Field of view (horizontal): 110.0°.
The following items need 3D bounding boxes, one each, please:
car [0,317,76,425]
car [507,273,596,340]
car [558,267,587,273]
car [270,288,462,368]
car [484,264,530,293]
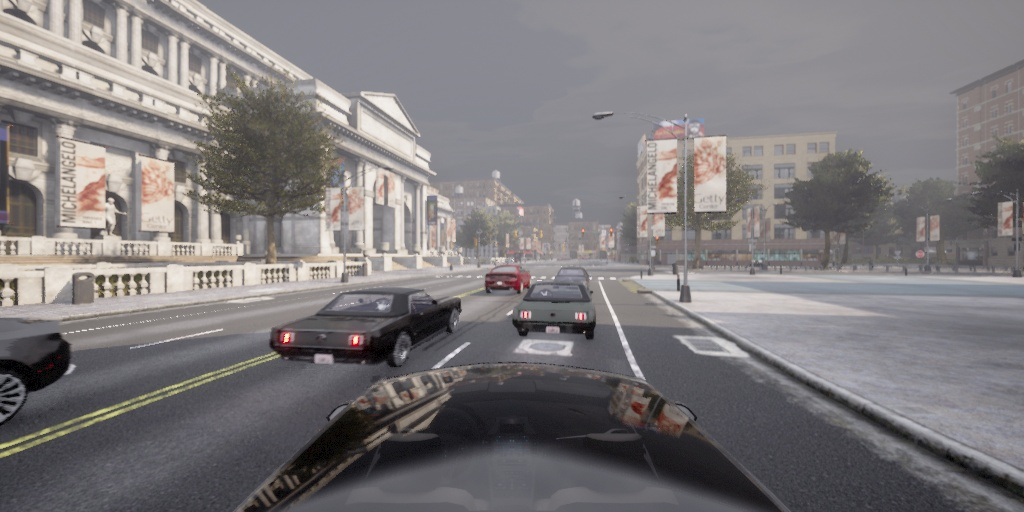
[{"bbox_3d":[-6.902,1.241,2.698,2.128,1.511,4.902,0,0,4],"label":"car"},{"bbox_3d":[1.335,1.344,10.088,1.895,1.301,4.718,0,0,11],"label":"car"},{"bbox_3d":[3.279,1.282,19.436,2.033,1.411,5.357,0,0,12],"label":"car"},{"bbox_3d":[-2.619,1.346,7.886,1.895,1.301,4.718,0,0,9],"label":"car"},{"bbox_3d":[-0.114,1.212,20.252,1.882,1.535,5.008,0,0,12],"label":"car"}]
